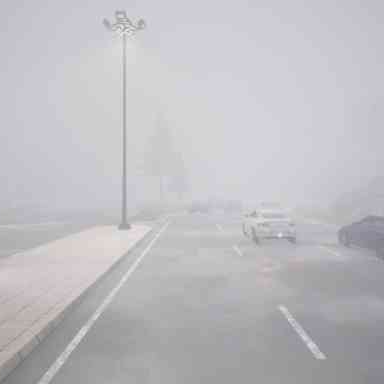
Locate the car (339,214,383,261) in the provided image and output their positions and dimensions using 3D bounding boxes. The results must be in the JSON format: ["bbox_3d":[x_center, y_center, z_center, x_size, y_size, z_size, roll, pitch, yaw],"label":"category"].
[{"bbox_3d":[7.099,1.526,12.133,1.812,1.442,4.674,0,0,0],"label":"car"}]

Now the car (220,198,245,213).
[{"bbox_3d":[4.721,1.548,36.531,2.033,1.411,5.357,0,0,13],"label":"car"}]

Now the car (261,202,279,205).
[{"bbox_3d":[7.579,1.601,32.554,1.895,1.301,4.718,0,0,5],"label":"car"}]

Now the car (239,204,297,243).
[{"bbox_3d":[3.600,1.526,15.899,1.812,1.442,4.674,0,0,0],"label":"car"}]

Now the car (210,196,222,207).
[{"bbox_3d":[3.317,1.352,44.459,2.097,1.767,4.553,0,0,16],"label":"car"}]

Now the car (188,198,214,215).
[{"bbox_3d":[0.887,1.601,34.450,1.895,1.301,4.718,0,0,9],"label":"car"}]
